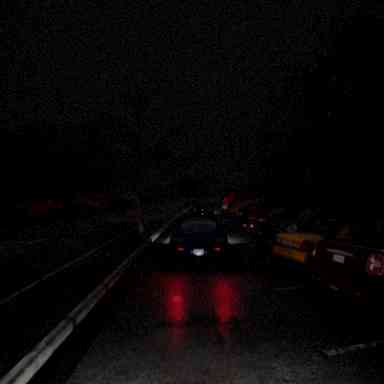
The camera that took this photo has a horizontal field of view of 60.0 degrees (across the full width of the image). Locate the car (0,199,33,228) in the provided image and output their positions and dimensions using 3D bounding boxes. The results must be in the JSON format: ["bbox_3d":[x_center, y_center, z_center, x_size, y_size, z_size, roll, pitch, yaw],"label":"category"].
[{"bbox_3d":[-12.980,1.422,20.716,5.008,1.535,2.097,-1,0,-18],"label":"car"}]

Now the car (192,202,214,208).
[{"bbox_3d":[1.023,1.516,29.845,1.895,1.301,4.718,0,0,3],"label":"car"}]

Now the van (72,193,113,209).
[{"bbox_3d":[-11.810,1.150,38.833,4.442,1.987,1.878,-1,0,-16],"label":"van"}]

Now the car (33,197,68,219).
[{"bbox_3d":[-12.663,1.282,26.755,4.553,1.767,2.185,-1,0,-17],"label":"car"}]

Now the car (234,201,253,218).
[{"bbox_3d":[5.180,1.456,18.987,4.792,1.488,2.163,1,1,-18],"label":"car"}]

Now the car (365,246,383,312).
[{"bbox_3d":[4.849,1.513,4.200,4.674,1.452,2.002,1,0,-19],"label":"car"}]

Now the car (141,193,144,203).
[{"bbox_3d":[-10.823,1.335,53.801,5.008,1.535,2.097,-1,0,-16],"label":"car"}]

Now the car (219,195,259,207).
[{"bbox_3d":[6.863,1.332,48.582,5.366,1.575,1.946,1,0,-16],"label":"car"}]

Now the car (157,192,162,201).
[{"bbox_3d":[-9.685,1.042,68.802,5.566,2.045,2.435,-1,0,-16],"label":"car"}]

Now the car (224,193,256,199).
[{"bbox_3d":[5.777,1.265,30.834,4.553,1.767,2.185,1,0,-16],"label":"car"}]

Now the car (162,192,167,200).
[{"bbox_3d":[-9.018,1.268,77.792,5.008,1.535,2.097,-1,0,-16],"label":"car"}]

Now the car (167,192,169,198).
[{"bbox_3d":[-8.779,1.297,80.808,4.674,1.452,2.002,-1,0,-16],"label":"car"}]

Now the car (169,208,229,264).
[{"bbox_3d":[0.252,1.493,11.601,1.812,1.442,4.674,0,0,2],"label":"car"}]

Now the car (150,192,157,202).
[{"bbox_3d":[-10.132,1.058,62.804,5.566,2.045,2.435,-1,0,-16],"label":"car"}]

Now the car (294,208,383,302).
[{"bbox_3d":[4.860,1.338,7.153,4.553,1.767,2.185,1,0,-19],"label":"car"}]

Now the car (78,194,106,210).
[{"bbox_3d":[-12.303,1.385,35.734,5.366,1.575,1.946,-1,0,-16],"label":"car"}]

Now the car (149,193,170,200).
[{"bbox_3d":[-8.488,1.217,86.779,5.366,1.575,1.946,-1,1,-16],"label":"car"}]

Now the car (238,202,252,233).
[{"bbox_3d":[5.095,1.436,16.043,5.008,1.535,2.097,1,0,-18],"label":"car"}]

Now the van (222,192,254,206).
[{"bbox_3d":[7.151,1.101,51.567,4.442,1.987,1.878,1,0,-16],"label":"van"}]

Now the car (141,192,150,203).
[{"bbox_3d":[-10.627,1.076,56.783,5.566,2.045,2.435,-1,0,-16],"label":"car"}]

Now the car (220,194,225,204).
[{"bbox_3d":[6.012,1.368,36.711,5.366,1.575,1.946,1,1,-16],"label":"car"}]

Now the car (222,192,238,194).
[{"bbox_3d":[6.424,1.113,39.741,5.566,2.045,2.435,1,0,-16],"label":"car"}]

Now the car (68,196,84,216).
[{"bbox_3d":[-12.500,1.401,29.771,4.892,1.521,2.231,-1,0,-17],"label":"car"}]

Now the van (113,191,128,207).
[{"bbox_3d":[-11.377,1.133,44.842,4.442,1.987,1.878,-1,0,-16],"label":"van"}]

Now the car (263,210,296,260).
[{"bbox_3d":[5.118,1.454,10.184,5.366,1.575,1.946,1,0,-19],"label":"car"}]

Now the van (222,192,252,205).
[{"bbox_3d":[7.367,1.093,54.537,4.442,1.987,1.878,1,1,-16],"label":"van"}]

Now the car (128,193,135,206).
[{"bbox_3d":[-11.266,1.352,47.807,5.008,1.535,2.097,-1,0,-16],"label":"car"}]

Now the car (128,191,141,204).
[{"bbox_3d":[-11.070,1.093,50.791,5.566,2.045,2.435,-1,0,-16],"label":"car"}]

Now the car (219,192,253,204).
[{"bbox_3d":[7.941,1.051,60.519,5.566,2.045,2.435,1,0,-16],"label":"car"}]

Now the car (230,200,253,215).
[{"bbox_3d":[5.364,1.448,21.976,4.792,1.488,2.163,1,0,-17],"label":"car"}]

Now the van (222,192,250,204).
[{"bbox_3d":[7.583,1.084,57.507,4.442,1.987,1.878,1,1,-16],"label":"van"}]

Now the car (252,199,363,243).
[{"bbox_3d":[5.046,1.320,13.087,4.553,1.767,2.185,1,0,-18],"label":"car"}]

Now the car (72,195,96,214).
[{"bbox_3d":[-12.335,1.393,32.785,5.008,1.535,2.097,-1,0,-17],"label":"car"}]

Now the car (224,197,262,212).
[{"bbox_3d":[5.624,1.400,27.882,5.008,1.535,2.097,1,0,-17],"label":"car"}]

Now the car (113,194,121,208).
[{"bbox_3d":[-11.731,1.399,41.791,4.792,1.488,2.163,-1,0,-16],"label":"car"}]

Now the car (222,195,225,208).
[{"bbox_3d":[5.985,1.383,33.804,4.892,1.521,2.231,1,0,-16],"label":"car"}]

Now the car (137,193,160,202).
[{"bbox_3d":[-9.448,1.159,71.789,4.553,1.767,2.185,-1,0,-16],"label":"car"}]
